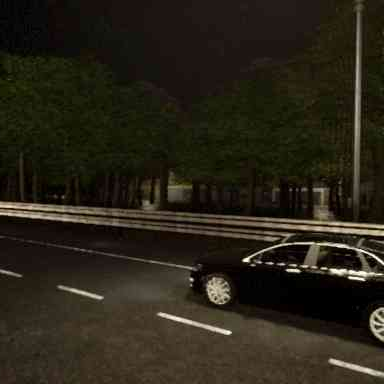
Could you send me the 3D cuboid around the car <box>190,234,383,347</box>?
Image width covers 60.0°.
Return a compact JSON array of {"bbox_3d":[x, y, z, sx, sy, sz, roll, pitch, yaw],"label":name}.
[{"bbox_3d":[2.245,1.574,6.405,4.892,1.490,1.837,1,0,33],"label":"car"}]
